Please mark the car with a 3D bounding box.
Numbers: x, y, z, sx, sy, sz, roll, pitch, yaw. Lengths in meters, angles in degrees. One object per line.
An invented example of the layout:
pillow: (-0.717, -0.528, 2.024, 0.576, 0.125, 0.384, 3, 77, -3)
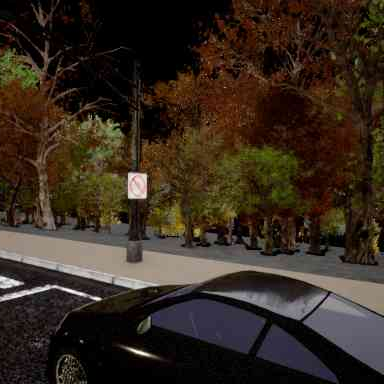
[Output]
car: (0.374, 1.564, 3.420, 4.181, 1.385, 1.994, 0, 0, 36)
